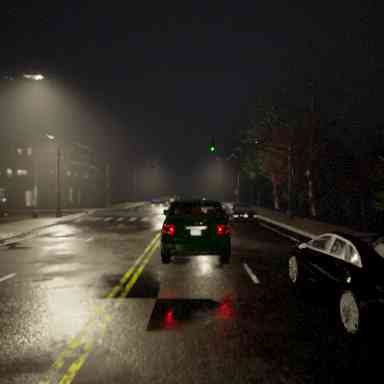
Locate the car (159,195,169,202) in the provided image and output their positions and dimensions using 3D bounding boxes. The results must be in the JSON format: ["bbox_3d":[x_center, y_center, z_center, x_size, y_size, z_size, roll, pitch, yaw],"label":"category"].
[{"bbox_3d":[-6.493,1.495,77.994,1.882,1.535,5.008,0,0,0],"label":"car"}]

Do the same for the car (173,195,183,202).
[{"bbox_3d":[-3.243,1.542,78.058,2.128,1.511,4.902,0,0,0],"label":"car"}]

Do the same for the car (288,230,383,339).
[{"bbox_3d":[3.349,1.494,6.576,2.128,1.511,4.902,0,0,0],"label":"car"}]

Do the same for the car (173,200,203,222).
[{"bbox_3d":[-0.444,1.515,27.730,1.837,1.490,4.892,0,0,-9],"label":"car"}]

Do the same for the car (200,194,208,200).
[{"bbox_3d":[3.258,1.389,92.667,2.033,1.411,5.357,0,0,0],"label":"car"}]

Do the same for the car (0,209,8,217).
[{"bbox_3d":[-19.951,1.828,31.815,4.313,1.339,1.947,-1,1,0],"label":"car"}]

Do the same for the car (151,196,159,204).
[{"bbox_3d":[-6.518,1.541,62.926,1.812,1.442,4.674,0,0,1],"label":"car"}]

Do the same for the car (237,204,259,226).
[{"bbox_3d":[3.353,1.555,23.254,2.033,1.411,5.357,0,0,0],"label":"car"}]

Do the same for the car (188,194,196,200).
[{"bbox_3d":[0.008,1.389,92.667,2.033,1.411,5.357,0,0,0],"label":"car"}]

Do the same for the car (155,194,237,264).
[{"bbox_3d":[0.104,1.227,12.041,2.150,2.045,5.566,0,0,0],"label":"car"}]

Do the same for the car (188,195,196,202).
[{"bbox_3d":[0.006,1.534,82.248,2.128,1.511,4.902,0,0,0],"label":"car"}]

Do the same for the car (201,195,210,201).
[{"bbox_3d":[3.256,1.486,82.248,1.882,1.535,5.008,0,0,0],"label":"car"}]

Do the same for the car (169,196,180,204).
[{"bbox_3d":[-3.269,1.541,62.972,1.812,1.442,4.674,0,0,1],"label":"car"}]
